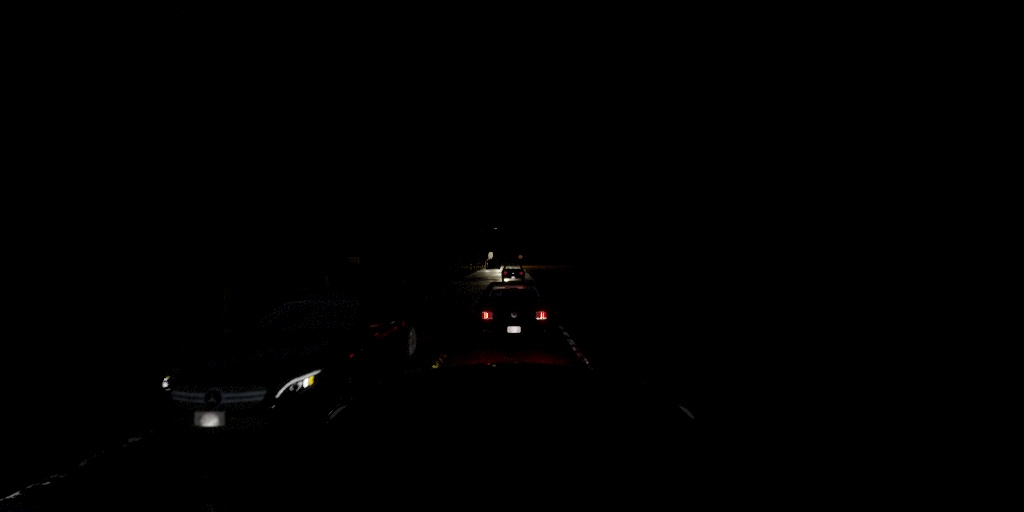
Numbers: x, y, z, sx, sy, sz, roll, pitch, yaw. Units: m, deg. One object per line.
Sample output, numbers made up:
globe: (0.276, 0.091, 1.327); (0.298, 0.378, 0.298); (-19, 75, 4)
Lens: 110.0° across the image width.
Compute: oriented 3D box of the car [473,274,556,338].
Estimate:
car: (0.061, 1.355, 10.220); (1.895, 1.301, 4.718); (0, 0, 0)

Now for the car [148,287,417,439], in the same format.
car: (-2.847, 1.277, 5.706); (1.812, 1.442, 4.674); (0, 0, 0)

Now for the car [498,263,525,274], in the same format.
car: (0.084, 1.376, 29.955); (1.895, 1.301, 4.718); (0, 0, 0)

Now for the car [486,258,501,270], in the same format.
car: (-2.757, 1.162, 53.625); (2.097, 1.767, 4.553); (0, 0, 0)
